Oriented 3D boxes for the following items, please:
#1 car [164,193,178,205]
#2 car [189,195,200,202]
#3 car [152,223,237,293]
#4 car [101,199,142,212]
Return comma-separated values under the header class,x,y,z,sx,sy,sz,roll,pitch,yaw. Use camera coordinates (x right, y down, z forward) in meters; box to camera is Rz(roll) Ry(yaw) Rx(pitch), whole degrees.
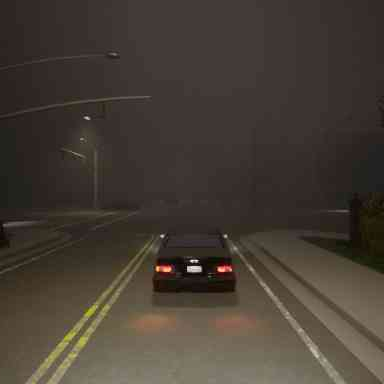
class,x,y,z,sx,sy,sz,roll,pitch,yaw
car,-3.731,1.223,58.874,2.150,2.045,5.566,0,0,0
car,0.535,1.527,79.015,2.033,1.411,5.357,0,0,12
car,0.051,1.547,8.984,2.033,1.411,5.357,0,0,0
car,-8.173,1.562,38.670,4.674,1.442,1.812,0,2,-23
